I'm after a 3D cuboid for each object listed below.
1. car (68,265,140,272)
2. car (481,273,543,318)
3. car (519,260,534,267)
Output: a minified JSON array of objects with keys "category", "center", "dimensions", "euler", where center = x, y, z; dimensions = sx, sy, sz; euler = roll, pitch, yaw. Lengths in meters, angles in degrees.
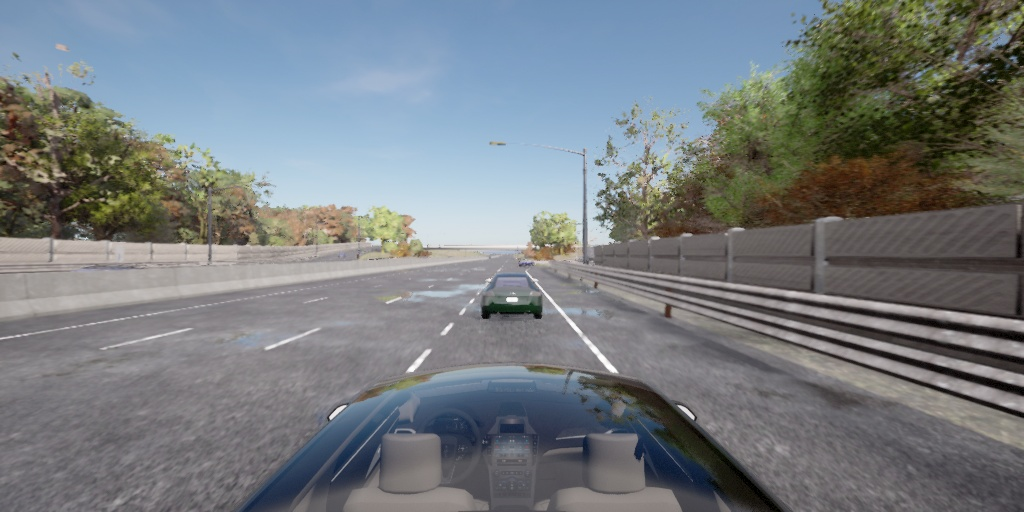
[{"category":"car","center":[-21.097,1.270,18.241],"dimensions":[2.033,1.411,5.357],"euler":[0,0,0]},{"category":"car","center":[0.001,1.292,12.864],"dimensions":[1.994,1.385,4.181],"euler":[0,0,0]},{"category":"car","center":[2.658,1.322,63.386],"dimensions":[1.895,1.301,4.718],"euler":[2,-1,14]}]
